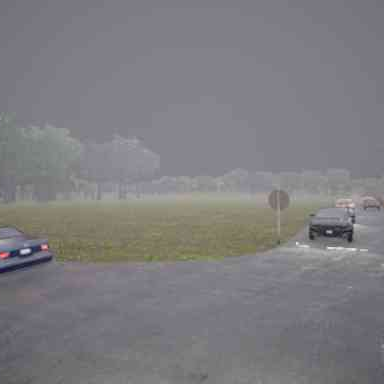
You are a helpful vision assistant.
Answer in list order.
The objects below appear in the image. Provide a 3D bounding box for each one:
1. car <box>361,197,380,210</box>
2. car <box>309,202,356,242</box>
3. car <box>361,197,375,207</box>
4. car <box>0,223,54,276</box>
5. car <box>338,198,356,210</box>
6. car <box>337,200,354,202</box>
[{"bbox_3d":[23.620,1.593,43.735,2.033,1.411,5.357,0,0,26],"label":"car"},{"bbox_3d":[7.164,1.494,16.909,1.882,1.535,5.008,0,0,26],"label":"car"},{"bbox_3d":[28.224,1.538,53.359,1.882,1.535,5.008,0,0,26],"label":"car"},{"bbox_3d":[-6.463,1.558,9.510,5.357,1.411,2.033,0,1,26],"label":"car"},{"bbox_3d":[20.945,1.599,44.882,2.033,1.411,5.357,0,0,27],"label":"car"},{"bbox_3d":[11.529,1.591,25.813,1.994,1.385,4.181,0,0,26],"label":"car"}]
